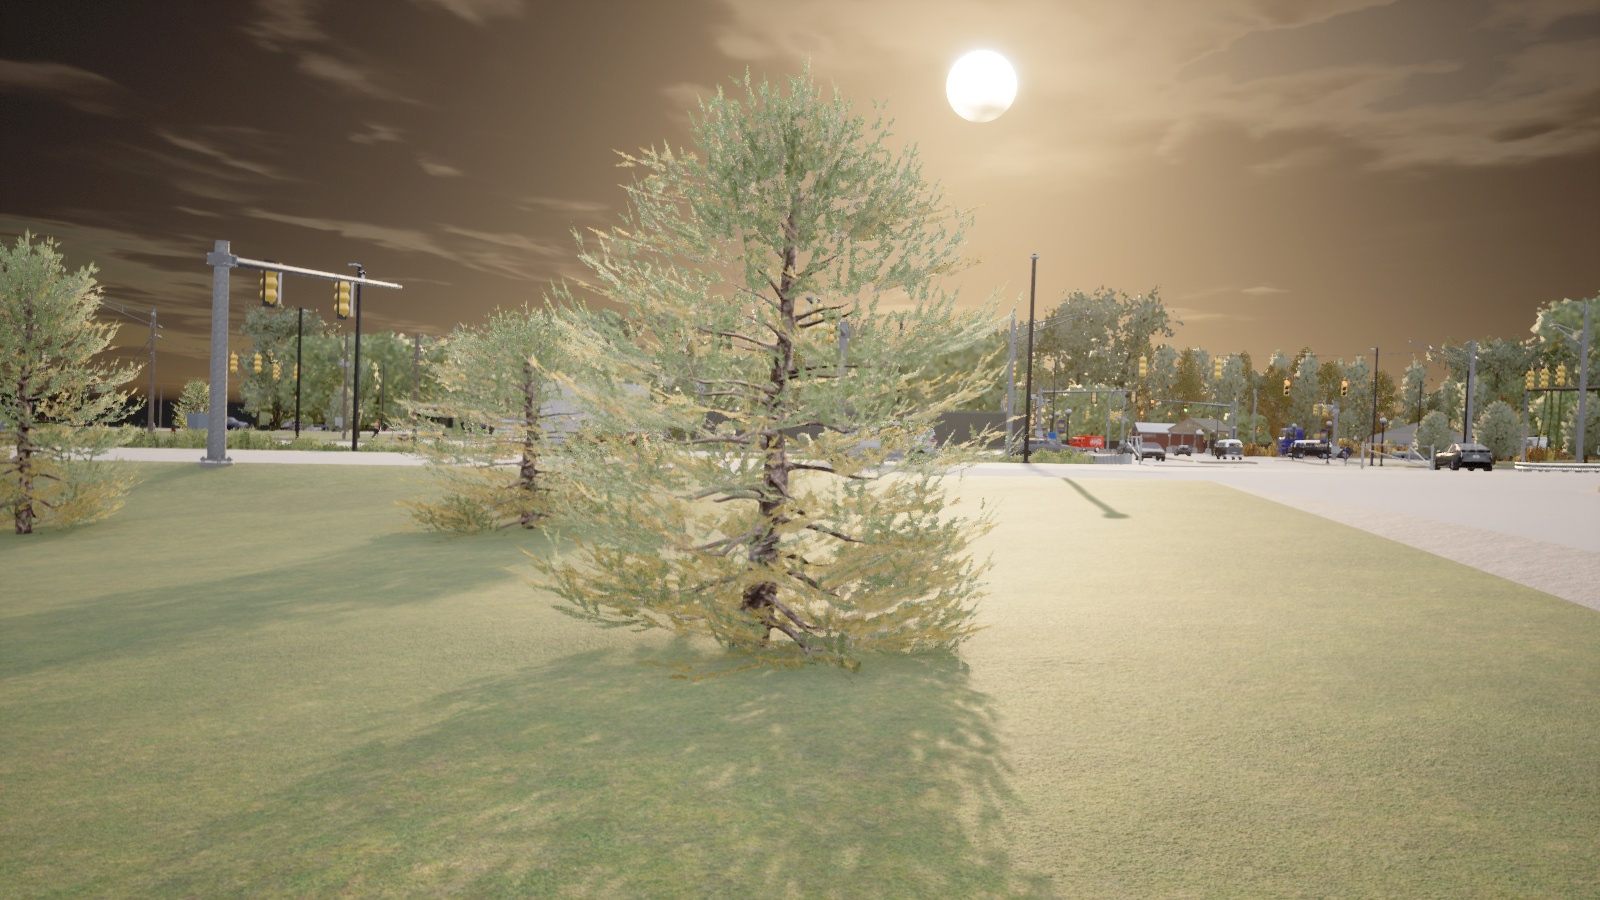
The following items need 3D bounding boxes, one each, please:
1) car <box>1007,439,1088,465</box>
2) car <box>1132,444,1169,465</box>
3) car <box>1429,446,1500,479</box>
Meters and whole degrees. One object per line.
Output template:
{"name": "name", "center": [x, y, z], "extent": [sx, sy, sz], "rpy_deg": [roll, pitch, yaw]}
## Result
{"name": "car", "center": [16.048, 0.093, 81.658], "extent": [4.902, 1.511, 2.128], "rpy_deg": [2, 1, 2]}
{"name": "car", "center": [26.464, 0.330, 95.005], "extent": [2.033, 1.411, 5.357], "rpy_deg": [2, 1, 9]}
{"name": "car", "center": [33.765, 0.616, 63.938], "extent": [2.007, 1.525, 4.514], "rpy_deg": [2, 1, 12]}
